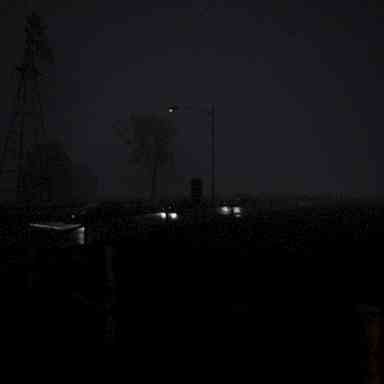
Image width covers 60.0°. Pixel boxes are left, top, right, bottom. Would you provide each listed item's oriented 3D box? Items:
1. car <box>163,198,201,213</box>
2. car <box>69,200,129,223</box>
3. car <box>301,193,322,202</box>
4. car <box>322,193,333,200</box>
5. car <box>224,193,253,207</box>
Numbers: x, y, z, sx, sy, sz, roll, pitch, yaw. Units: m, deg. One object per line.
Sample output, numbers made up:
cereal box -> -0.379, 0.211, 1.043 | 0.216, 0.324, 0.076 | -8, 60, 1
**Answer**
car -> -0.937, 1.248, 32.311 | 1.994, 1.385, 4.181 | 1, 1, 35
car -> -6.646, 1.340, 24.275 | 1.812, 1.442, 4.674 | 1, 1, 35
car -> 19.168, 0.877, 54.227 | 1.812, 1.442, 4.674 | 1, 1, 35
car -> 24.972, 0.787, 62.406 | 1.994, 1.385, 4.181 | 1, 1, 36
car -> 5.862, 0.882, 41.862 | 2.097, 1.767, 4.553 | 1, 1, 36
